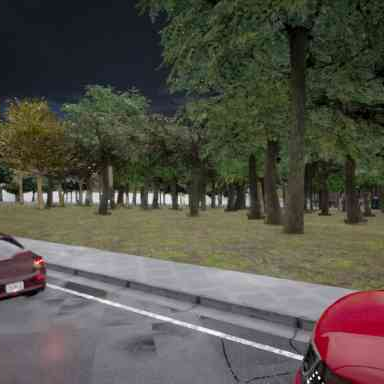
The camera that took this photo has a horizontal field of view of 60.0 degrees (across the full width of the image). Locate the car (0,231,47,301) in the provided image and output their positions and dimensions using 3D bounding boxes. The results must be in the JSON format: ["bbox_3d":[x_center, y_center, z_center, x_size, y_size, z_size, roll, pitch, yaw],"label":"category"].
[{"bbox_3d":[-5.014,1.524,7.249,4.674,1.442,1.812,0,0,36],"label":"car"}]

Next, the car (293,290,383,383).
[{"bbox_3d":[3.262,1.222,1.358,5.566,2.045,2.150,0,0,35],"label":"car"}]
